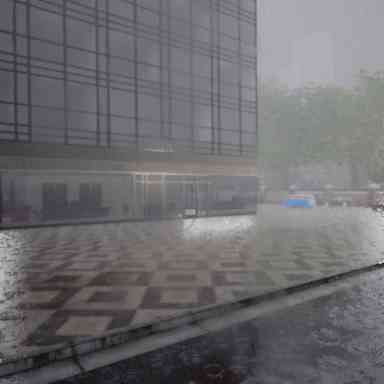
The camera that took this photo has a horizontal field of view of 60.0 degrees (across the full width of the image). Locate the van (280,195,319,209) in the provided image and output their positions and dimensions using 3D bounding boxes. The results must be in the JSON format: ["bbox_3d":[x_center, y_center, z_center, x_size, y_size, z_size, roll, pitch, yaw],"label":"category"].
[{"bbox_3d":[13.286,1.245,40.954,1.690,1.788,3.998,-1,0,-35],"label":"van"}]

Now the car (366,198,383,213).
[{"bbox_3d":[19.651,1.395,31.919,2.008,1.369,4.403,-1,0,-35],"label":"car"}]

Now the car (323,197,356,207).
[{"bbox_3d":[20.255,1.338,45.872,2.008,1.369,4.403,-1,0,-35],"label":"car"}]

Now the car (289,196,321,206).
[{"bbox_3d":[17.072,1.375,50.389,1.947,1.339,4.313,-1,0,-35],"label":"car"}]

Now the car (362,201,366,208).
[{"bbox_3d":[23.436,1.342,41.354,1.802,1.307,4.206,-1,0,-35],"label":"car"}]

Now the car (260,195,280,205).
[{"bbox_3d":[13.893,1.409,54.908,1.802,1.307,4.206,-1,1,-35],"label":"car"}]

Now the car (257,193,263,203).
[{"bbox_3d":[10.708,1.155,59.424,2.192,1.841,5.009,-1,1,-35],"label":"car"}]
